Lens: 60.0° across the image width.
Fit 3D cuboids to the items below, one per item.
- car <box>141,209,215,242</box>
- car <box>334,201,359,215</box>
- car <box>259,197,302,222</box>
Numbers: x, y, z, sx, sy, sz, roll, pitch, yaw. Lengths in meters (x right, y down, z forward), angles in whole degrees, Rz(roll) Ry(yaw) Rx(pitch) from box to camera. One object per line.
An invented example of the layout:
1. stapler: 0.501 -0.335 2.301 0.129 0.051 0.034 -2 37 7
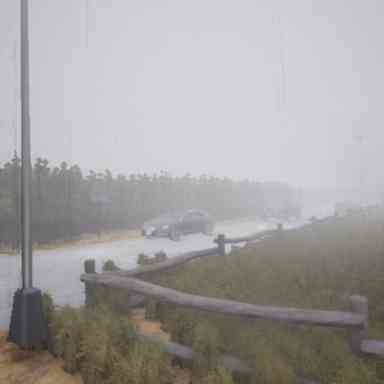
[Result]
1. car: -0.616 1.672 17.655 2.128 1.511 4.902 -2 -1 36
2. car: 16.800 1.749 36.160 2.128 1.511 4.902 -2 -1 36
3. car: 7.982 1.514 29.565 2.150 2.045 5.566 -2 -2 36
